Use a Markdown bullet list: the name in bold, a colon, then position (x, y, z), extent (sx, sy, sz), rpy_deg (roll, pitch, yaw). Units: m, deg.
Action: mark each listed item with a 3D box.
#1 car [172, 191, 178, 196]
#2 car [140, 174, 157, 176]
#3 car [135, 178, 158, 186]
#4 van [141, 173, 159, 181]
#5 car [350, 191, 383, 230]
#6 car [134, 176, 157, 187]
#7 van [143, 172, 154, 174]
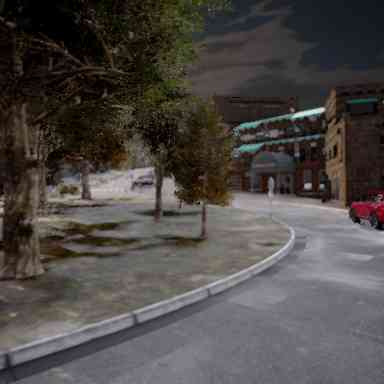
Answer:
- **car**: position (-0.084, 0.102, 43.998), extent (5.357, 1.411, 2.033), rpy_deg (2, 2, 35)
- **car**: position (-10.545, -2.585, 77.056), extent (5.366, 1.575, 1.946), rpy_deg (-2, 6, -24)
- **car**: position (-10.158, -2.250, 74.114), extent (4.674, 1.452, 2.002), rpy_deg (-2, 6, -24)
- **van**: position (-11.344, -4.009, 89.152), extent (4.442, 1.987, 1.878), rpy_deg (-2, 6, -24)
- **car**: position (10.942, 0.943, 19.041), extent (2.150, 2.045, 5.566), rpy_deg (0, 1, 8)
- **car**: position (-9.953, -1.989, 71.089), extent (4.892, 1.521, 2.231), rpy_deg (-2, 6, -24)
- **van**: position (-10.486, -3.119, 80.184), extent (4.442, 1.987, 1.878), rpy_deg (-2, 6, -24)
